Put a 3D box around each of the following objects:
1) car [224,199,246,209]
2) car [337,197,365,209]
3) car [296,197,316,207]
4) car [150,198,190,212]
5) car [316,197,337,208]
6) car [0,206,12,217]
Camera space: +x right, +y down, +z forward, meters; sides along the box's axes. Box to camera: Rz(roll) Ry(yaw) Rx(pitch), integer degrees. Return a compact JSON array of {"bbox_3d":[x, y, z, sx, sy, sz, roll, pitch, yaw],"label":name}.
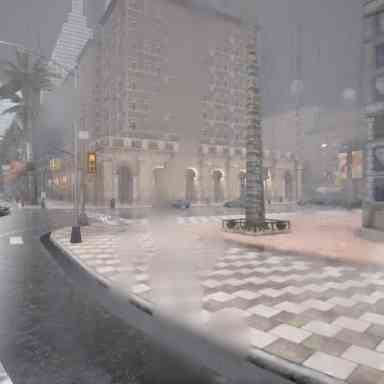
[{"bbox_3d":[6.309,1.564,44.533,4.181,1.385,1.994,0,0,-30],"label":"car"},{"bbox_3d":[22.913,1.547,45.838,5.357,1.411,2.033,0,0,-30],"label":"car"},{"bbox_3d":[18.306,1.504,51.468,4.892,1.490,1.837,0,0,-30],"label":"car"},{"bbox_3d":[-2.576,1.492,39.399,4.902,1.511,2.128,0,0,-28],"label":"car"},{"bbox_3d":[21.102,1.492,48.934,4.902,1.511,2.128,0,0,-30],"label":"car"},{"bbox_3d":[-18.418,1.505,29.049,4.892,1.490,1.837,0,1,0],"label":"car"}]
